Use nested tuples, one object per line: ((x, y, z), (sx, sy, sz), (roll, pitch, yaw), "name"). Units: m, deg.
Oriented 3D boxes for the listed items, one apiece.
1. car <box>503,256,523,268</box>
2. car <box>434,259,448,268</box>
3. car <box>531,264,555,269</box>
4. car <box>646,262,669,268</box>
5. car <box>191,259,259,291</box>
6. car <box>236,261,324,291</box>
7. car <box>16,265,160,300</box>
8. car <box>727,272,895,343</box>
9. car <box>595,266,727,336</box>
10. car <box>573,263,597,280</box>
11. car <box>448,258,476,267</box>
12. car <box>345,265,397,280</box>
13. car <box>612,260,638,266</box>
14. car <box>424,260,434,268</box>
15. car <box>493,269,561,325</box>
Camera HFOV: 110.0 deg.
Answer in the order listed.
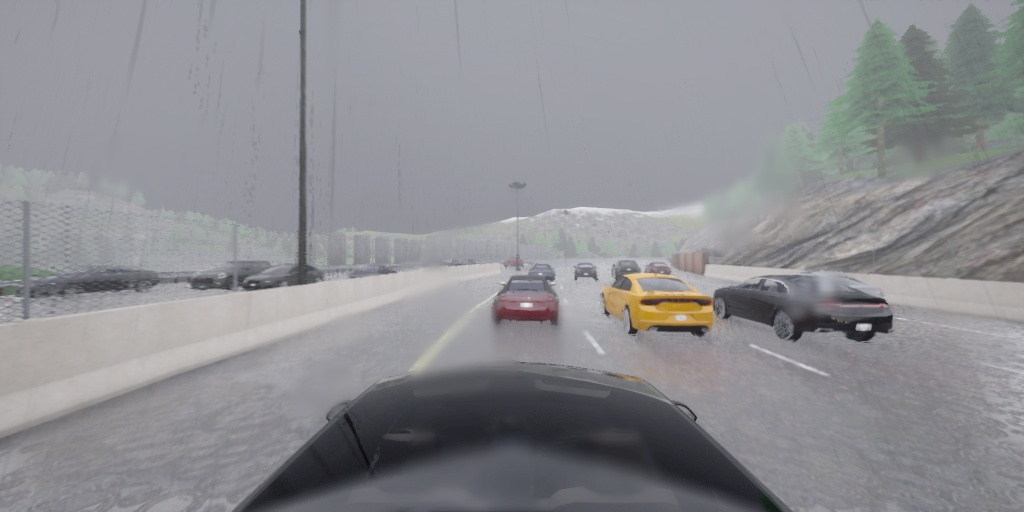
((0.302, 0.976, 63.193), (2.150, 2.045, 5.566), (0, 0, 20), "car")
((-9.597, 1.207, 55.470), (1.882, 1.535, 5.008), (0, 0, 17), "car")
((2.443, 1.321, 28.822), (1.994, 1.385, 4.181), (0, 0, 9), "car")
((14.321, 1.311, 35.278), (1.812, 1.442, 4.674), (0, 0, 12), "car")
((-16.391, 1.063, 21.523), (2.097, 1.767, 4.553), (0, 0, 7), "car")
((-12.963, 1.224, 20.732), (1.837, 1.490, 4.892), (0, 0, 6), "car")
((-20.301, 1.193, 17.518), (2.128, 1.511, 4.902), (0, 0, 5), "car")
((7.406, 1.260, 9.851), (2.128, 1.511, 4.902), (0, 0, 3), "car")
((3.935, 1.237, 10.557), (1.882, 1.535, 5.008), (0, 0, 3), "car")
((6.398, 1.292, 31.283), (1.812, 1.442, 4.674), (0, 0, 10), "car")
((-6.951, 1.087, 52.069), (2.097, 1.767, 4.553), (0, 0, 16), "car")
((-9.120, 1.293, 23.510), (1.994, 1.385, 4.181), (0, 0, 7), "car")
((10.063, 1.127, 31.785), (2.097, 1.767, 4.553), (0, 0, 10), "car")
((-12.371, 1.270, 58.334), (2.033, 1.411, 5.357), (0, 0, 18), "car")
((0.518, 1.316, 11.846), (1.994, 1.385, 4.181), (0, 0, 3), "car")
